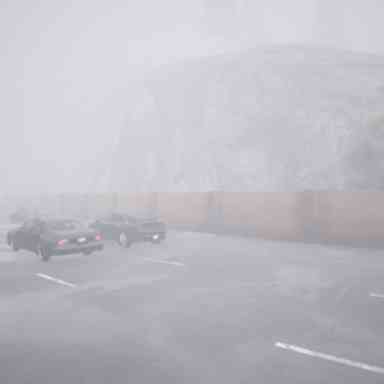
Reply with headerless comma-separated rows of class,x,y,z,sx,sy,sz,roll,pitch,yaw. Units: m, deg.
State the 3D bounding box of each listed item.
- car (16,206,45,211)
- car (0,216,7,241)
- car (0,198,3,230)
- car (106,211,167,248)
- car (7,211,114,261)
car,-12.631,1.814,25.827,2.033,1.411,5.357,0,-1,-42
car,-7.961,1.342,10.462,5.566,2.045,2.150,-1,0,45
car,-15.235,1.482,23.488,2.150,2.045,5.566,0,0,-42
car,-3.230,1.641,15.646,1.837,1.490,4.892,0,0,-45
car,-5.476,1.675,12.926,5.357,1.411,2.033,-1,-1,45
